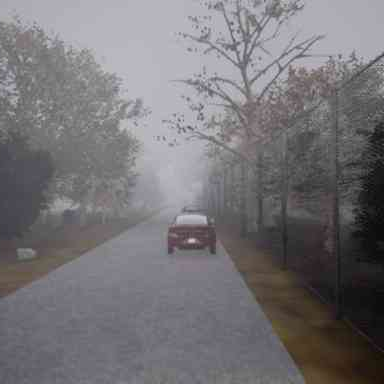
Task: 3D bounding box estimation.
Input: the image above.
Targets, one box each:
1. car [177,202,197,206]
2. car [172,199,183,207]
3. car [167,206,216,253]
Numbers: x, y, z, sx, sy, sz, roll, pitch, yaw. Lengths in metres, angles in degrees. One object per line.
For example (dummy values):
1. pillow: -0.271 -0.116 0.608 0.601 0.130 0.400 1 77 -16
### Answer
1. car: -0.051 1.847 29.298 1.994 1.385 4.181 0 -1 0
2. car: -3.095 2.296 71.057 2.097 1.767 4.553 0 -1 -1
3. car: -0.007 1.618 14.496 1.882 1.535 5.008 0 0 0
